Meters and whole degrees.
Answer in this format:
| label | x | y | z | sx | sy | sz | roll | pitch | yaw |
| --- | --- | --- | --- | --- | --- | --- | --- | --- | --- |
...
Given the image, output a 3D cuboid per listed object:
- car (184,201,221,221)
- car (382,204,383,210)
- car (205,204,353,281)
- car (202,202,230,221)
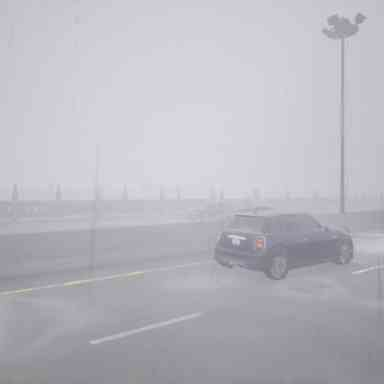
| label | x | y | z | sx | sy | sz | roll | pitch | yaw |
| --- | --- | --- | --- | --- | --- | --- | --- | --- | --- |
| car | 1.651 | 1.522 | 26.665 | 4.892 | 1.490 | 1.837 | 0 | 0 | -35 |
| car | 23.495 | 1.568 | 37.893 | 4.902 | 1.511 | 2.128 | 0 | 0 | -35 |
| car | 2.909 | 1.358 | 10.124 | 4.553 | 1.767 | 2.097 | 0 | 0 | -36 |
| car | 3.227 | 1.517 | 19.192 | 4.892 | 1.490 | 1.837 | 0 | 0 | -35 |
